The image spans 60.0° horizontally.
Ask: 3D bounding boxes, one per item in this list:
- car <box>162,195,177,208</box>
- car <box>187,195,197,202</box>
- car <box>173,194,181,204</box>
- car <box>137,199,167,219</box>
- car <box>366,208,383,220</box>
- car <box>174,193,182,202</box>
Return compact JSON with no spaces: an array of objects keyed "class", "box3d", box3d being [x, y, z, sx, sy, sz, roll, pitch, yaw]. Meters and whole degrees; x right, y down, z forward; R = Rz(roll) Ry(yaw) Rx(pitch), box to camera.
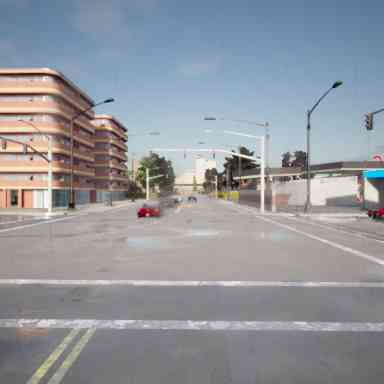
[{"class":"car","box3d":[-3.583,1.506,47.333,1.837,1.490,4.892,0,0,0]},{"class":"car","box3d":[0.022,1.339,70.785,1.812,1.442,4.674,0,0,0]},{"class":"car","box3d":[-3.536,1.601,63.180,1.895,1.301,4.718,0,0,0]},{"class":"car","box3d":[-3.587,1.569,29.095,1.895,1.301,4.718,0,0,0]},{"class":"car","box3d":[16.543,1.601,26.403,4.718,1.301,1.895,0,0,1]},{"class":"car","box3d":[-3.475,1.215,78.170,2.150,2.045,5.566,0,0,0]}]
